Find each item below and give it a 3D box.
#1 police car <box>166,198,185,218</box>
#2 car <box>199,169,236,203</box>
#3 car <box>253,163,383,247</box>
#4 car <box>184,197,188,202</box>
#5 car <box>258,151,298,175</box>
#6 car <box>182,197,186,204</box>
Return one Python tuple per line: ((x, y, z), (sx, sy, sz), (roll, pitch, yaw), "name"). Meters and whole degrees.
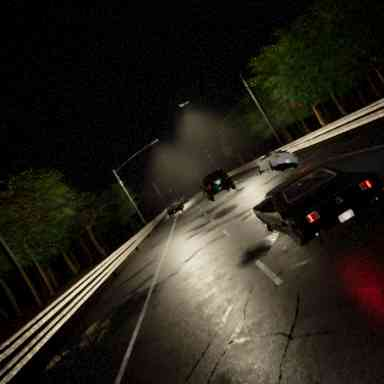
((-2.312, 2.190, 43.472), (1.930, 1.638, 5.238), (-31, 0, -1), "police car")
((1.926, -0.553, 27.028), (2.150, 2.045, 5.566), (-31, 0, -2), "car")
((2.839, 0.229, 8.727), (1.895, 1.301, 4.718), (-31, 0, -1), "car")
((-1.930, 2.224, 77.775), (2.033, 1.411, 5.357), (-31, 1, -1), "car")
((6.023, -2.122, 23.745), (1.812, 1.442, 4.674), (-3, -1, -3), "car")
((-2.615, 2.126, 53.389), (2.150, 2.045, 5.566), (-31, 0, -1), "car")
